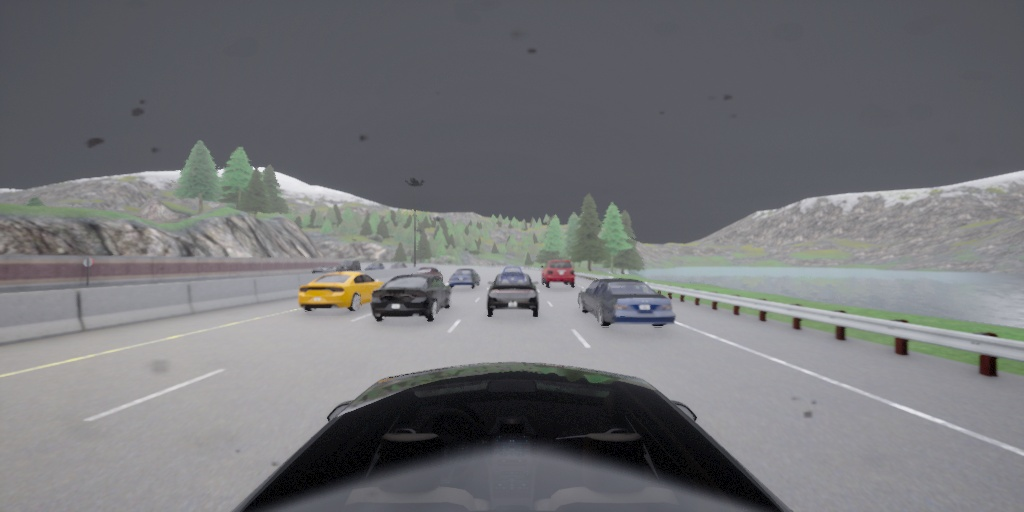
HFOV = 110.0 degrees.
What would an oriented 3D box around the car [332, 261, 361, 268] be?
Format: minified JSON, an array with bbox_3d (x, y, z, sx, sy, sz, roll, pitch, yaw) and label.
[{"bbox_3d":[-25.005,1.714,55.163,2.150,2.045,5.566,0,-1,-4],"label":"car"}]

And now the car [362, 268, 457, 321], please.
[{"bbox_3d":[-3.465,1.388,13.230,1.882,1.535,5.008,0,-1,0],"label":"car"}]

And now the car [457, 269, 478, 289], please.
[{"bbox_3d":[-3.476,1.649,27.018,2.033,1.411,5.357,0,-1,1],"label":"car"}]

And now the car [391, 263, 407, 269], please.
[{"bbox_3d":[-18.217,1.881,57.726,2.097,1.767,4.553,0,-1,-4],"label":"car"}]

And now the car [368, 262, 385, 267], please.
[{"bbox_3d":[-21.671,1.871,57.064,2.097,1.767,4.553,0,-1,-4],"label":"car"}]

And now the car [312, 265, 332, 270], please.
[{"bbox_3d":[-28.455,2.085,54.546,1.895,1.301,4.718,0,-1,-4],"label":"car"}]

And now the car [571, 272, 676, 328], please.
[{"bbox_3d":[3.525,1.441,12.005,2.033,1.411,5.357,0,-1,0],"label":"car"}]

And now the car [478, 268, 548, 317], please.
[{"bbox_3d":[0.044,1.415,14.150,2.128,1.511,4.902,0,-1,1],"label":"car"}]

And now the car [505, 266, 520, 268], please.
[{"bbox_3d":[0.056,1.625,30.345,1.882,1.535,5.008,0,0,1],"label":"car"}]

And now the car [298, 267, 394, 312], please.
[{"bbox_3d":[-6.946,1.417,15.310,1.882,1.535,5.008,0,-1,1],"label":"car"}]

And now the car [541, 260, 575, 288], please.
[{"bbox_3d":[3.534,1.339,28.036,2.150,2.045,5.566,0,-1,0],"label":"car"}]
